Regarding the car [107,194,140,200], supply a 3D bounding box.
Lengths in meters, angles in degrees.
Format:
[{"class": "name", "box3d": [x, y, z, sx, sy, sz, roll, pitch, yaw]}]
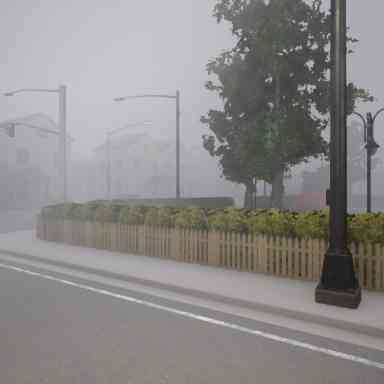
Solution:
[{"class": "car", "box3d": [-8.030, 1.222, 37.067, 2.150, 2.045, 5.566, 0, 0, 35]}]

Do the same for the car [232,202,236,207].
[{"class": "car", "box3d": [4.863, 1.564, 49.139, 1.994, 1.385, 4.181, 0, 0, 35]}]
